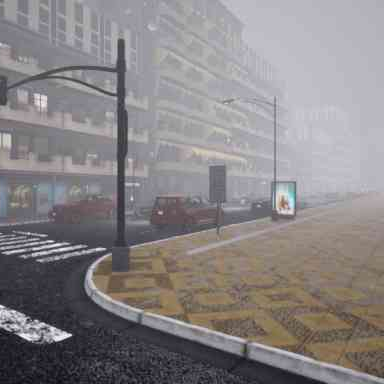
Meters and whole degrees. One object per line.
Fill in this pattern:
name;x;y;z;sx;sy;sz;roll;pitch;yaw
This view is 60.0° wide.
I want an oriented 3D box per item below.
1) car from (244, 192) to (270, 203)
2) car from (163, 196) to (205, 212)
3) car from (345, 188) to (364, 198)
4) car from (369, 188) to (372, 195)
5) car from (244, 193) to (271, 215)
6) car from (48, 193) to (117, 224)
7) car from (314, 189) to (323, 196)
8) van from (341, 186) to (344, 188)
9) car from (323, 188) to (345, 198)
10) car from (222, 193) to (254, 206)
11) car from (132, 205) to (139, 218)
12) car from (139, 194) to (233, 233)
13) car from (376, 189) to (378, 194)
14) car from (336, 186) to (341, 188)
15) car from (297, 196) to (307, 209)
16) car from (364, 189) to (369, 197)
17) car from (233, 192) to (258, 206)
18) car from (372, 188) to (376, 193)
car;8.872;0.754;45.179;1.802;1.307;4.206;2;2;35
car;-0.662;1.069;31.545;1.802;1.307;4.206;2;2;35
car;28.495;0.308;58.615;1.887;1.381;4.507;1;2;35
car;34.853;0.095;67.706;1.887;1.381;4.507;1;2;35
car;6.242;1.069;26.794;1.947;1.339;4.313;1;2;35
car;-7.017;1.009;22.448;2.192;1.841;5.009;1;2;35
car;27.943;-0.025;72.444;1.967;1.590;4.097;2;2;35
van;37.479;-0.446;86.076;1.690;1.788;3.998;2;2;35
car;24.644;0.379;57.655;1.994;1.385;4.181;0;1;35
car;5.695;0.828;40.634;2.008;1.369;4.403;2;2;35
car;-2.315;1.120;24.684;1.837;1.490;4.892;0;1;35
car;-0.115;1.026;17.696;2.192;1.841;5.009;1;2;35
car;44.389;-0.221;81.344;2.008;1.369;4.403;1;2;35
car;34.300;-0.240;81.534;1.967;1.590;4.097;2;2;35
car;9.421;0.964;31.340;1.947;1.339;4.313;1;2;35
car;31.674;0.097;63.157;1.967;1.590;4.097;1;2;35
car;6.857;0.806;37.779;2.128;1.511;4.902;0;1;35
car;38.032;-0.012;72.252;1.887;1.381;4.507;1;2;35
